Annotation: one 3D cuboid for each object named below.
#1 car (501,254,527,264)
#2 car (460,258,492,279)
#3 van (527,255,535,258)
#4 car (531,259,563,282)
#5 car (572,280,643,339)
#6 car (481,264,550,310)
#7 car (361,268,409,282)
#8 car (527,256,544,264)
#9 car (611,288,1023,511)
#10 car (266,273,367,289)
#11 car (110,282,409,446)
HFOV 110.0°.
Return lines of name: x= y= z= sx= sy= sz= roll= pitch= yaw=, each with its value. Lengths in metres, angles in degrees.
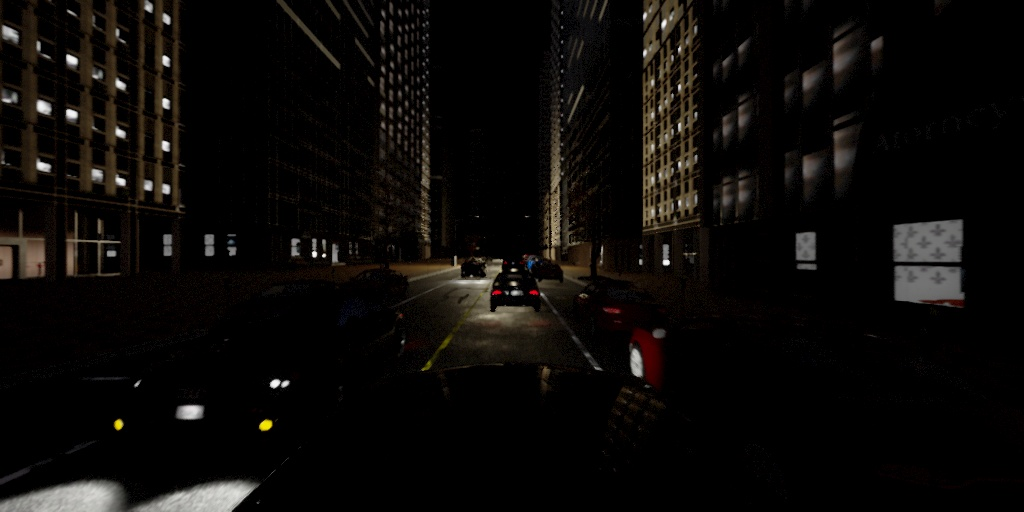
car: x=0.104 y=0.763 z=36.706 sx=2.150 sy=2.045 sz=5.566 roll=0 pitch=1 yaw=0
car: x=-3.094 y=1.128 z=30.022 sx=2.033 sy=1.411 sz=5.357 roll=0 pitch=0 yaw=0
van: x=2.696 y=0.839 z=43.434 sx=1.690 sy=1.789 sz=3.998 roll=0 pitch=0 yaw=0
car: x=2.694 y=1.147 z=26.510 sx=1.888 sy=1.381 sz=4.507 roll=0 pitch=0 yaw=0
car: x=2.693 y=1.286 z=9.586 sx=1.802 sy=1.307 sz=4.207 roll=0 pitch=0 yaw=0
car: x=0.103 y=1.225 z=14.090 sx=2.033 sy=1.411 sz=5.357 roll=0 pitch=0 yaw=0
car: x=-5.687 y=1.216 z=15.191 sx=1.888 sy=1.381 sz=4.507 roll=0 pitch=0 yaw=0
car: x=2.695 y=1.007 z=32.152 sx=1.967 sy=1.591 sz=4.097 roll=0 pitch=0 yaw=0
car: x=2.693 y=1.282 z=3.944 sx=1.888 sy=1.381 sz=4.507 roll=0 pitch=0 yaw=0
car: x=-5.688 y=1.286 z=9.548 sx=1.802 sy=1.307 sz=4.207 roll=0 pitch=0 yaw=0
car: x=-3.054 y=1.293 z=5.408 sx=1.994 sy=1.385 sz=4.181 roll=0 pitch=0 yaw=0
